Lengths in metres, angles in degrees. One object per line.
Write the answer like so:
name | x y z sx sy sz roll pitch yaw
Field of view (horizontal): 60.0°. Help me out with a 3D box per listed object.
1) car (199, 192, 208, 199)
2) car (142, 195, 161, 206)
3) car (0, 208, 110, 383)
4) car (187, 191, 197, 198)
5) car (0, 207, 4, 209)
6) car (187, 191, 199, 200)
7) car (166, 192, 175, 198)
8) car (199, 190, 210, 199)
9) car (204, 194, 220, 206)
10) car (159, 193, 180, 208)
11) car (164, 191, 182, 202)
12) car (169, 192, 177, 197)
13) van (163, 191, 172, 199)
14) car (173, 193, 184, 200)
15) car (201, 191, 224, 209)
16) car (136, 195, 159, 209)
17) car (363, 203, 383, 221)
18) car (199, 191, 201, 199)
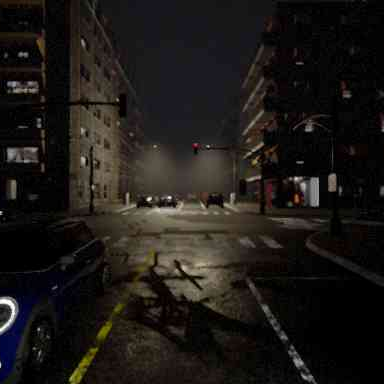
car | 2.584 0.703 77.473 1.967 1.590 4.097 1 0 0
car | -5.297 1.096 44.069 1.947 1.339 4.313 1 1 0
car | -2.837 1.293 5.390 2.097 1.767 4.553 0 1 0
car | 0.006 0.613 78.560 2.128 1.511 4.902 0 0 0
car | -13.695 1.265 20.922 5.008 1.535 1.882 0 -1 -2
car | 0.005 0.797 68.136 1.882 1.535 5.008 0 0 0
car | -5.297 0.759 82.831 1.752 1.417 4.829 1 0 0
car | 2.585 0.610 71.908 2.192 1.841 5.009 1 0 0
car | 2.584 1.053 44.282 1.752 1.417 4.829 1 1 0
car | -2.838 1.149 38.776 1.994 1.385 4.181 0 1 0
car | -2.829 0.999 47.654 1.837 1.490 4.892 0 1 0
car | -5.297 0.727 94.130 2.008 1.369 4.403 1 0 0
van | -5.294 0.637 71.873 1.690 1.788 3.998 1 0 0
car | -2.745 0.868 67.950 2.033 1.411 5.357 0 0 0
car | 2.587 0.903 38.551 2.192 1.841 5.009 1 1 0
car | -5.297 1.154 38.508 1.947 1.339 4.313 1 1 0
car | 14.852 1.213 23.685 5.008 1.535 1.882 0 -1 0
car | 2.587 0.789 49.675 2.192 1.841 5.009 1 0 0
